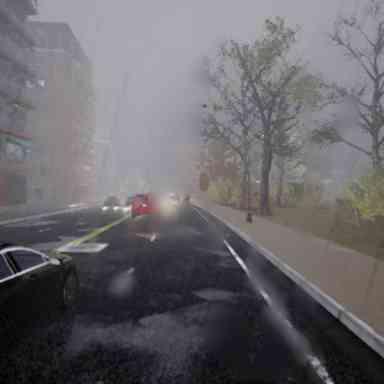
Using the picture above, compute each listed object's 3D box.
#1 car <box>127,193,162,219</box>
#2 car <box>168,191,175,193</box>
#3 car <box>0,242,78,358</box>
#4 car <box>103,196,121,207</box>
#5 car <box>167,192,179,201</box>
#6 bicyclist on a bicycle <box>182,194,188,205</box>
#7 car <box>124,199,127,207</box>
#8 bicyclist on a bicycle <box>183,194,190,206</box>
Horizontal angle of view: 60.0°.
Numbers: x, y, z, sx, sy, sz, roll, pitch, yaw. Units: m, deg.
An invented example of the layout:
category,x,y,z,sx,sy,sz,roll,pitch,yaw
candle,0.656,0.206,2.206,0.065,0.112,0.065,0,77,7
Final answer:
category,x,y,z,sx,sy,sz,roll,pitch,yaw
car,-3.774,1.108,28.122,2.150,2.045,5.566,0,0,-2
car,-4.936,0.859,81.860,2.150,2.045,5.566,0,0,-7
car,-3.193,1.474,4.812,2.128,1.511,4.902,0,0,0
car,-11.634,1.282,48.631,1.882,1.535,5.008,0,0,-4
car,-3.809,1.284,71.820,1.895,1.301,4.718,0,0,-6
bicyclist on a bicycle,-1.203,1.208,53.147,0.866,1.612,1.509,0,0,-5
car,-8.214,1.288,46.266,1.882,1.535,5.008,0,0,-4
bicyclist on a bicycle,-0.530,1.186,43.448,0.659,1.776,1.843,0,1,-4
